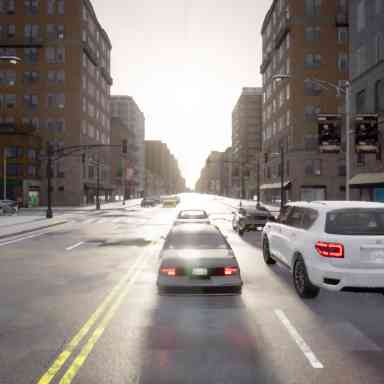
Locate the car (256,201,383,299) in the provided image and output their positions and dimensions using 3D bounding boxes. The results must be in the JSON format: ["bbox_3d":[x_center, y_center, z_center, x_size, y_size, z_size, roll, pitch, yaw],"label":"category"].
[{"bbox_3d":[3.342,1.222,8.598,2.150,2.045,5.566,0,0,0],"label":"car"}]

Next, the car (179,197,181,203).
[{"bbox_3d":[-3.384,1.559,59.399,1.994,1.385,4.181,0,0,0],"label":"car"}]

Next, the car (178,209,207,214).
[{"bbox_3d":[0.069,1.602,18.438,1.895,1.301,4.718,0,0,2],"label":"car"}]

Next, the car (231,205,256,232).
[{"bbox_3d":[3.335,1.506,18.461,1.837,1.490,4.892,0,0,1],"label":"car"}]

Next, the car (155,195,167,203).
[{"bbox_3d":[-6.562,1.516,70.277,2.128,1.511,4.902,0,0,0],"label":"car"}]

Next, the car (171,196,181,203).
[{"bbox_3d":[-3.312,1.531,69.950,2.033,1.411,5.357,0,0,0],"label":"car"}]

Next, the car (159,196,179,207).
[{"bbox_3d":[-3.390,1.475,50.446,1.882,1.535,5.008,0,0,0],"label":"car"}]

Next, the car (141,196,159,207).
[{"bbox_3d":[-6.640,1.502,50.679,1.837,1.490,4.892,0,0,0],"label":"car"}]

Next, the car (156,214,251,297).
[{"bbox_3d":[0.080,1.548,8.777,2.033,1.411,5.357,0,0,-2],"label":"car"}]

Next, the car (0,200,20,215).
[{"bbox_3d":[-19.740,1.485,32.793,4.902,1.511,2.128,0,0,0],"label":"car"}]

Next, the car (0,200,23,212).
[{"bbox_3d":[-22.157,1.580,38.291,4.313,1.339,1.947,0,0,0],"label":"car"}]
